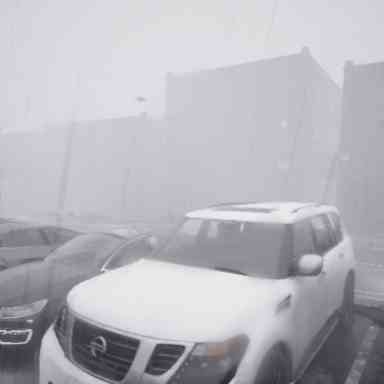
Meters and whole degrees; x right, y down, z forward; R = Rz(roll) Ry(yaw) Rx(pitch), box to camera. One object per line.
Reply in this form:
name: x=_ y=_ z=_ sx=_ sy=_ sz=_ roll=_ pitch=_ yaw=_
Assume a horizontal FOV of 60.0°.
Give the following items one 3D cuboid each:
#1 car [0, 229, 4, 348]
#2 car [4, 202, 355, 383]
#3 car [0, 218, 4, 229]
car: x=-1.459 y=1.455 z=6.443 sx=2.231 sy=1.521 sz=4.892 roll=0 pitch=0 yaw=36
car: x=0.809 y=1.218 z=4.786 sx=2.435 sy=2.045 sz=5.566 roll=0 pitch=0 yaw=35
car: x=-3.723 y=1.471 z=8.087 sx=2.163 sy=1.488 sz=4.792 roll=0 pitch=0 yaw=35
